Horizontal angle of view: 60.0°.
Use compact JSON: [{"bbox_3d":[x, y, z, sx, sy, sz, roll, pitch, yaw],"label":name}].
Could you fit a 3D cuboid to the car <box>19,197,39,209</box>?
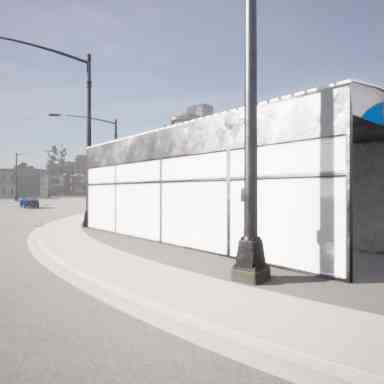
[{"bbox_3d":[-22.566,1.457,46.095,1.882,1.535,5.008,0,0,-35],"label":"car"}]
